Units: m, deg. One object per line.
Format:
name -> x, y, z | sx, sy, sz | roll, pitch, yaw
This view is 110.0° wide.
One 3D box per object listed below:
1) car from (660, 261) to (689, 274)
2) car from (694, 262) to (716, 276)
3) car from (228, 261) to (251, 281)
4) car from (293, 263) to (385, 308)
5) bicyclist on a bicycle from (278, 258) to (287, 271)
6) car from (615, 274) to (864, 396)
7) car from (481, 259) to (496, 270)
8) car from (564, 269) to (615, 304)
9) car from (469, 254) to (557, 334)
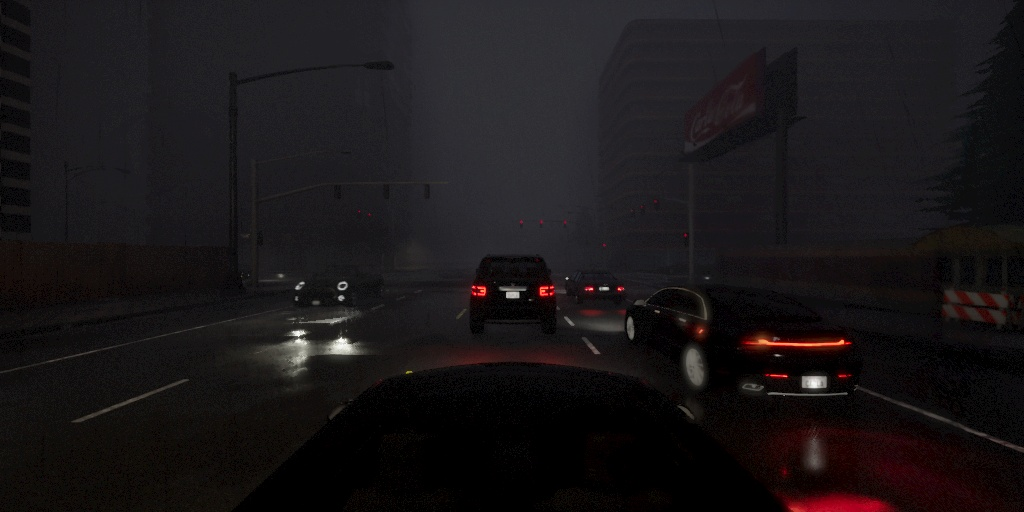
car -> 18.632, 1.275, 39.223 | 4.674, 1.442, 1.812 | 0, 0, 0
car -> 21.315, 1.227, 35.738 | 5.008, 1.535, 1.882 | 0, 0, 0
car -> -23.214, 1.254, 28.296 | 4.892, 1.490, 1.837 | 0, 0, 0
car -> -7.067, 1.102, 15.164 | 2.097, 1.767, 4.553 | 0, 0, 0
bicyclist on a bicycle -> -28.008, 1.050, 43.751 | 0.582, 1.620, 1.656 | 0, 0, 0
car -> 3.600, 1.255, 6.691 | 1.837, 1.490, 4.892 | 0, 0, 0
car -> -3.557, 1.275, 54.949 | 1.812, 1.442, 4.674 | 0, 0, 0
car -> 3.590, 1.297, 16.211 | 2.033, 1.411, 5.357 | 0, 0, 1
car -> 0.043, 0.971, 10.759 | 2.150, 2.045, 5.566 | 0, 0, 1
